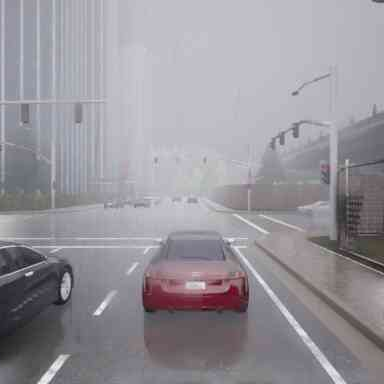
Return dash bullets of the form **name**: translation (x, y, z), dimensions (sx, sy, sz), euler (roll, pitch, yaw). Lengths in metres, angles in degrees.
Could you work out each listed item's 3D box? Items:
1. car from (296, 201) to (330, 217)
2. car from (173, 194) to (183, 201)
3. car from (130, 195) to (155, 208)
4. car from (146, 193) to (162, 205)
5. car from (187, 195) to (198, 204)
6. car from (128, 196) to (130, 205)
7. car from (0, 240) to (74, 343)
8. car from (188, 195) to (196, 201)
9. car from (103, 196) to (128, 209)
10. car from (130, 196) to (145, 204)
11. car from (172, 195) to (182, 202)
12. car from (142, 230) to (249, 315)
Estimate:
- **car**: translation (12.362, 1.581, 31.777), dimensions (4.674, 1.442, 1.812), euler (0, 0, -3)
- **car**: translation (-3.514, 1.386, 84.688), dimensions (2.128, 1.511, 4.902), euler (0, 0, 0)
- **car**: translation (-7.097, 1.548, 47.836), dimensions (2.033, 1.411, 5.357), euler (0, 0, 0)
- **car**: translation (-7.084, 1.221, 58.164), dimensions (2.150, 2.045, 5.566), euler (0, 0, 1)
- **car**: translation (0.087, 1.477, 66.120), dimensions (1.882, 1.535, 5.008), euler (0, 0, 0)
- **car**: translation (-10.593, 1.505, 54.592), dimensions (1.837, 1.490, 4.892), euler (0, 0, 0)
- **car**: translation (-3.443, 1.505, 5.217), dimensions (1.837, 1.490, 4.892), euler (0, 0, 0)
- **car**: translation (-0.014, 1.478, 85.217), dimensions (1.882, 1.535, 5.008), euler (0, 0, 0)
- **car**: translation (-10.600, 1.492, 45.104), dimensions (2.128, 1.511, 4.902), euler (0, 0, 0)
- **car**: translation (-10.543, 1.547, 64.908), dimensions (2.033, 1.411, 5.357), euler (0, 0, 1)
- **car**: translation (-3.512, 1.495, 74.264), dimensions (1.837, 1.490, 4.892), euler (0, 0, 0)
- **car**: translation (0.070, 1.564, 7.673), dimensions (1.994, 1.385, 4.181), euler (0, 0, 0)
